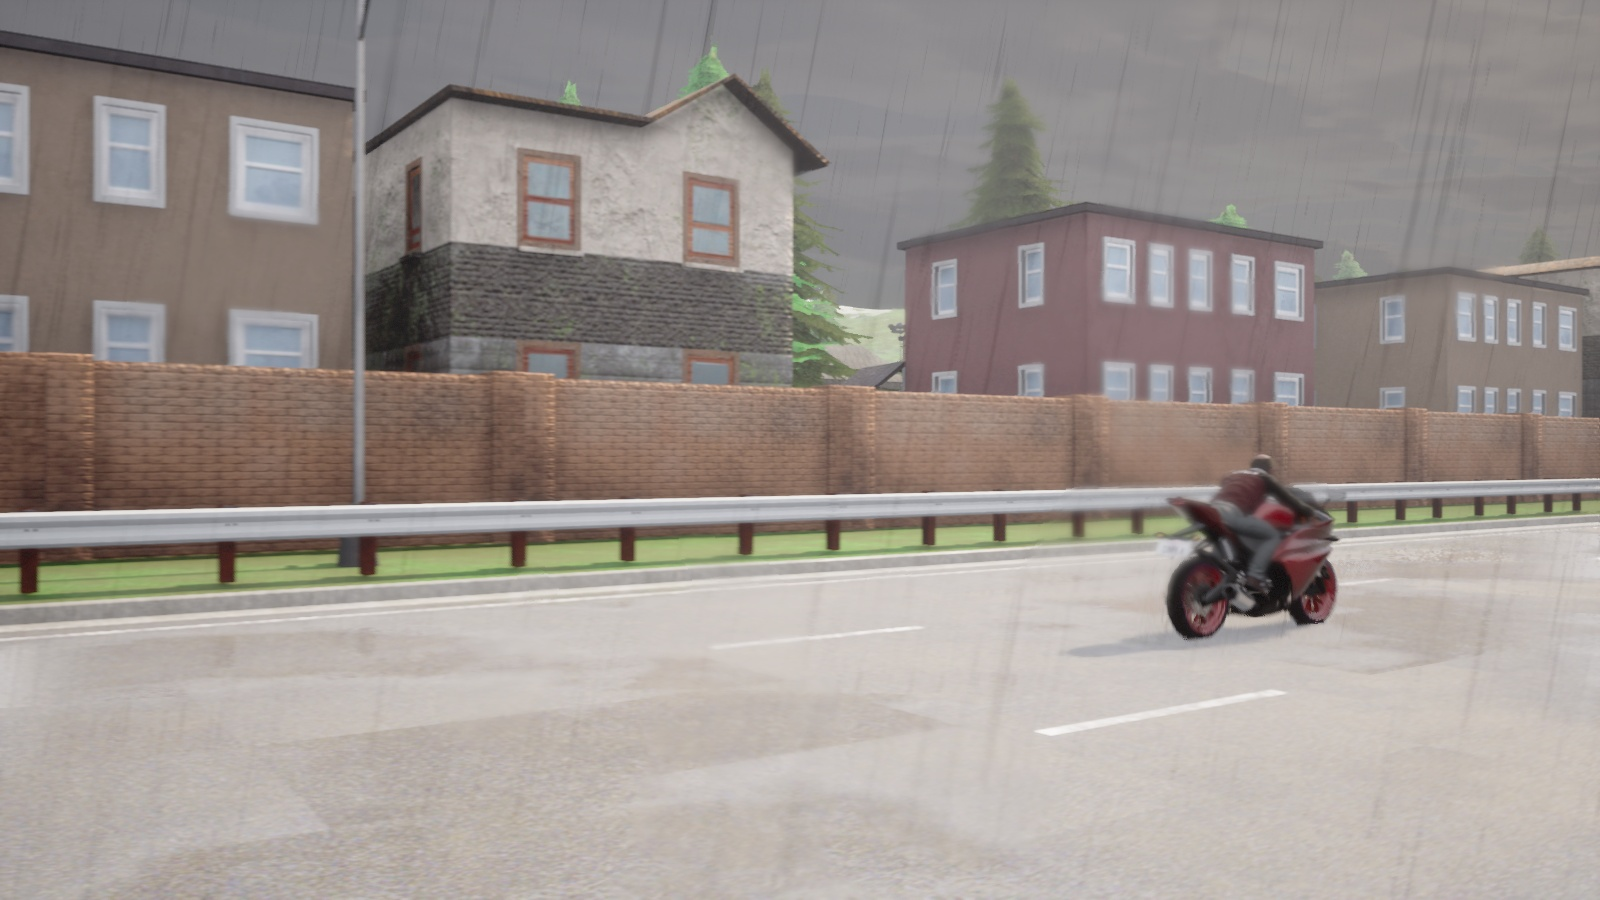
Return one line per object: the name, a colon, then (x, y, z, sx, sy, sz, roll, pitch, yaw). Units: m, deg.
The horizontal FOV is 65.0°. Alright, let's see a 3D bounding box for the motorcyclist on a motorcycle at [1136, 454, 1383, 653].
motorcyclist on a motorcycle: (3.928, 0.797, 10.657, 2.191, 1.530, 0.866, 0, 0, -35)
